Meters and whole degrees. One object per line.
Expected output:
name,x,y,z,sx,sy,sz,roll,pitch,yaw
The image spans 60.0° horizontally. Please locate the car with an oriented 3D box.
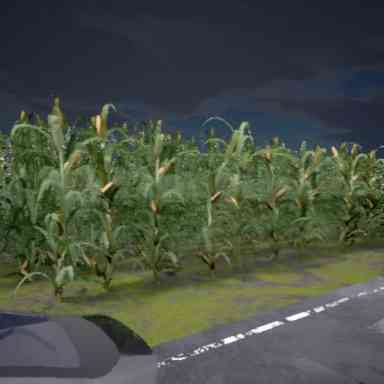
car,-2.389,1.493,1.355,4.902,1.511,2.128,0,0,-35
